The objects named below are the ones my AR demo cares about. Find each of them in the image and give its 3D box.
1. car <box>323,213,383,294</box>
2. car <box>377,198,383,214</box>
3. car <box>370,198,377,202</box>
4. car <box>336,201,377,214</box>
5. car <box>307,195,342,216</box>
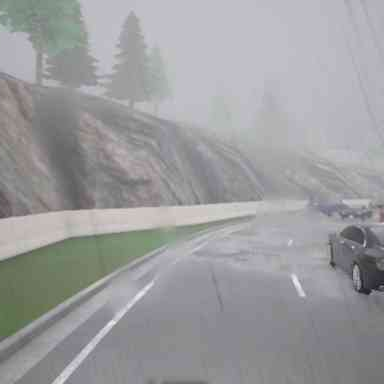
[{"bbox_3d":[4.874,1.550,8.702,1.837,1.490,4.892,0,0,11],"label":"car"},{"bbox_3d":[12.284,1.333,19.367,2.150,2.045,5.566,0,0,27],"label":"car"},{"bbox_3d":[24.558,1.576,42.669,4.553,1.767,2.097,0,0,-31],"label":"car"},{"bbox_3d":[14.340,1.734,28.787,1.895,1.301,4.718,0,0,38],"label":"car"},{"bbox_3d":[13.572,1.353,33.479,2.150,2.045,5.566,0,0,43],"label":"car"}]
